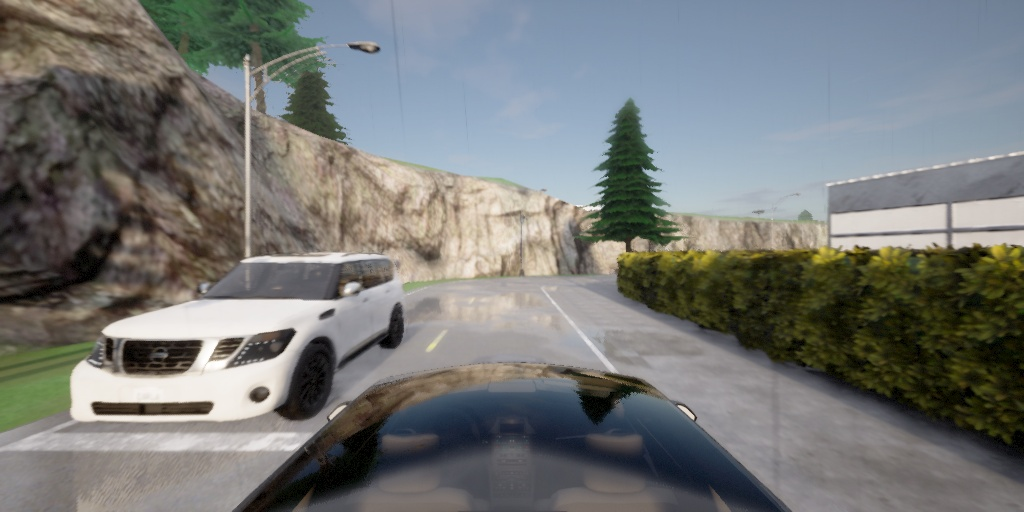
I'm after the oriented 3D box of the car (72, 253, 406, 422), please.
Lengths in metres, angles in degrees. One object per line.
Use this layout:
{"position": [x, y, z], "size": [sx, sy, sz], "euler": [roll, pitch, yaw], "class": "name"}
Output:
{"position": [-3.508, 0.955, 6.187], "size": [2.150, 2.045, 5.566], "euler": [0, 0, -1], "class": "car"}
